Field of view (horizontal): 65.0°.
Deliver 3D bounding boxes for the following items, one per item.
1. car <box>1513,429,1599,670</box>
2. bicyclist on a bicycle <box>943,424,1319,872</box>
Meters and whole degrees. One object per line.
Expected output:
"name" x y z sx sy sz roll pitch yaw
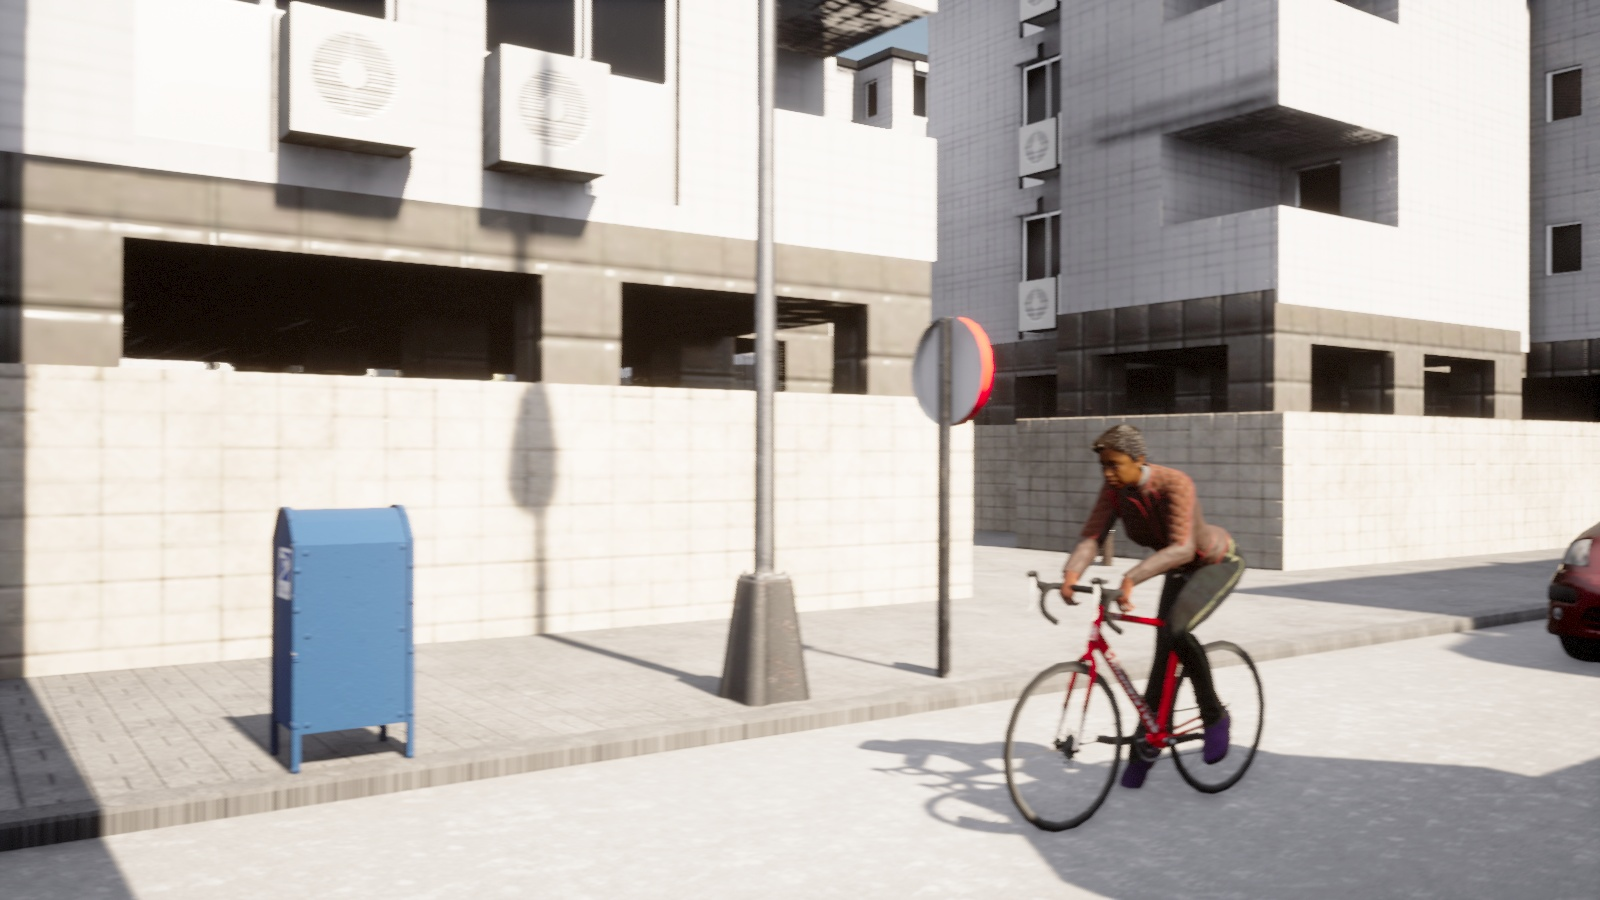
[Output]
"car" 7.214 0.666 9.262 3.988 1.617 1.851 0 0 -35
"bicyclist on a bicycle" 1.419 0.713 5.252 1.656 1.620 0.582 0 0 -35
